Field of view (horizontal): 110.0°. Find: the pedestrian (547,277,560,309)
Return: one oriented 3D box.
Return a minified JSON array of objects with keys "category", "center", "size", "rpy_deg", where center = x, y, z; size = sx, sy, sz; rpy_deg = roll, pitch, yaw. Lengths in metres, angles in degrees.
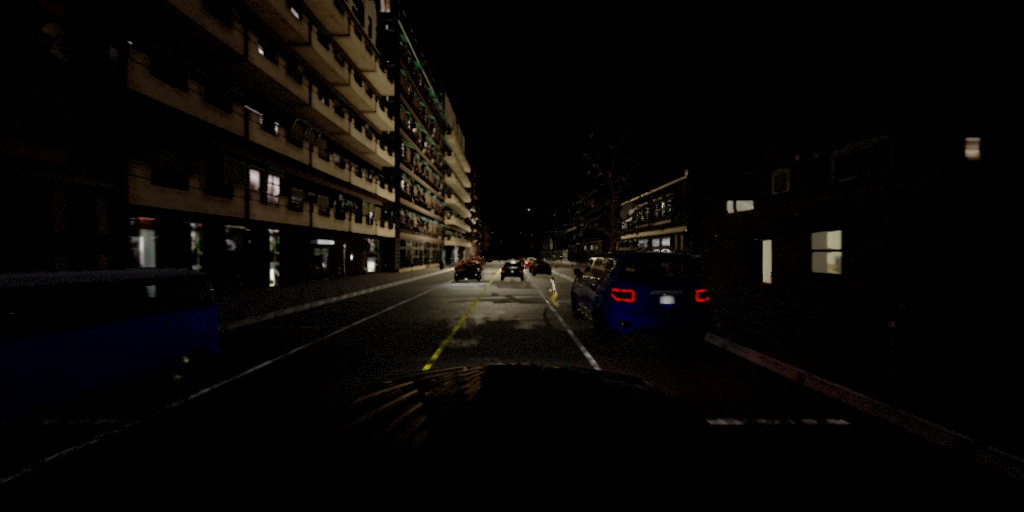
[{"category":"pedestrian","center":[1.525,1.260,12.865],"size":[0.375,1.300,0.375],"rpy_deg":[0,1,0]}]

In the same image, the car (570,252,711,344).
[{"category":"car","center":[2.998,0.930,9.612],"size":[2.150,2.045,5.566],"rpy_deg":[0,0,0]}]

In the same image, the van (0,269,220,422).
[{"category":"van","center":[-5.691,1.076,4.277],"size":[1.690,1.789,3.998],"rpy_deg":[0,0,0]}]

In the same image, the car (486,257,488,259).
[{"category":"car","center":[-5.703,0.890,61.243],"size":[1.967,1.591,4.097],"rpy_deg":[0,0,0]}]

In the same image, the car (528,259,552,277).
[{"category":"car","center":[2.684,1.163,32.758],"size":[1.802,1.307,4.207],"rpy_deg":[0,0,0]}]

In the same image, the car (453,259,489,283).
[{"category":"car","center":[-3.104,1.157,26.940],"size":[2.033,1.411,5.357],"rpy_deg":[0,0,0]}]

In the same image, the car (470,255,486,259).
[{"category":"car","center":[-5.702,0.789,55.546],"size":[2.192,1.841,5.009],"rpy_deg":[0,0,0]}]

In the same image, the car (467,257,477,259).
[{"category":"car","center":[-5.700,1.108,44.153],"size":[1.802,1.307,4.207],"rpy_deg":[0,0,0]}]

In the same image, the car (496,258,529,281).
[{"category":"car","center":[0.043,1.150,28.395],"size":[2.033,1.411,5.357],"rpy_deg":[0,0,0]}]
